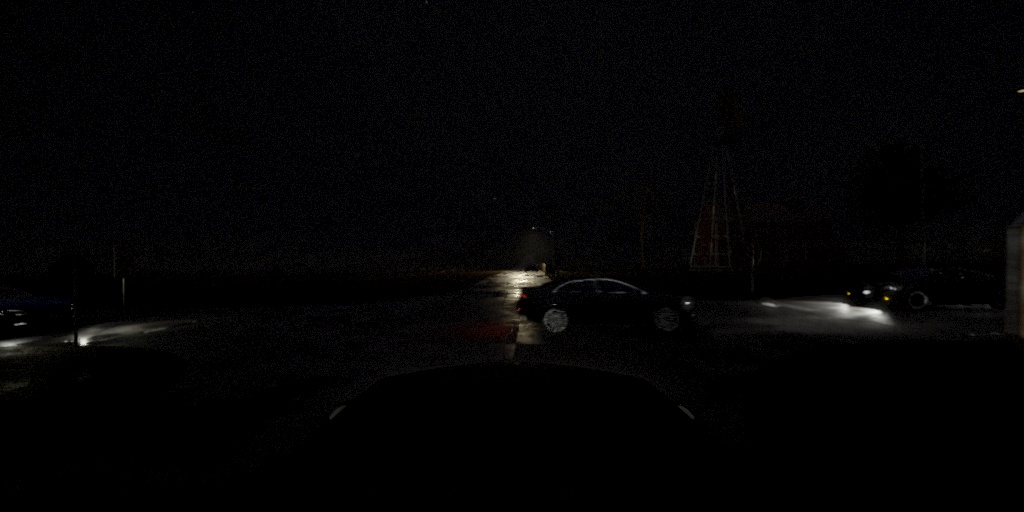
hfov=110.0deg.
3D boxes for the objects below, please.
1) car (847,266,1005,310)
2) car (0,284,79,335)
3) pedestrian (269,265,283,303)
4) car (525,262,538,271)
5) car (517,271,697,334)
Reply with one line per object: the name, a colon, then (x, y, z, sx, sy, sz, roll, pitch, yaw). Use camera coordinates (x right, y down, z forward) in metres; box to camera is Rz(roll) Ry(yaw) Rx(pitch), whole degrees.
car: (14.474, 1.054, 12.526, 4.181, 1.385, 1.994, -1, 1, 3)
car: (-16.764, 1.639, 11.330, 5.008, 1.535, 1.882, -1, 1, 3)
pedestrian: (-11.228, 1.308, 17.000, 0.375, 1.860, 0.375, 0, 2, 3)
car: (3.239, 1.791, 59.816, 2.097, 1.767, 4.553, 0, -1, 3)
car: (2.589, 1.277, 10.254, 4.902, 1.511, 2.128, -1, 0, 3)
